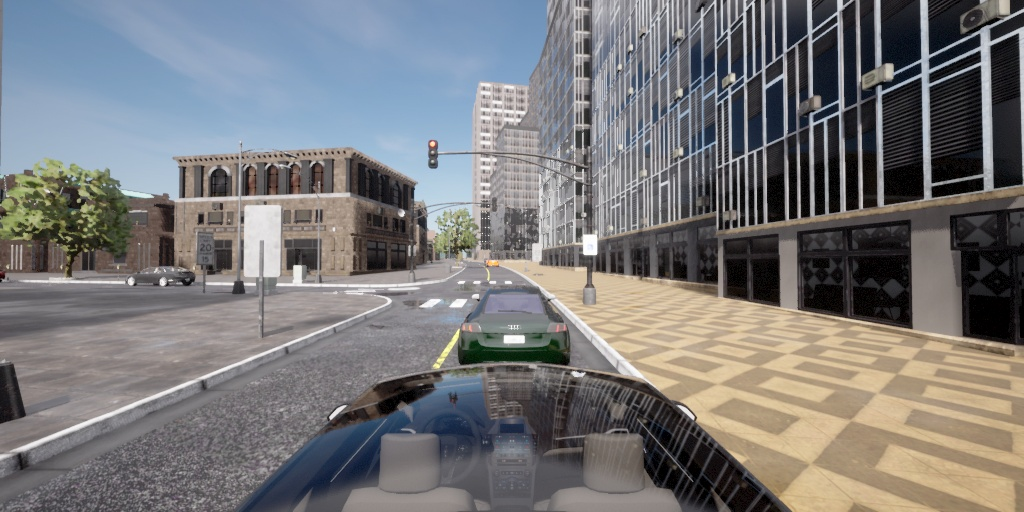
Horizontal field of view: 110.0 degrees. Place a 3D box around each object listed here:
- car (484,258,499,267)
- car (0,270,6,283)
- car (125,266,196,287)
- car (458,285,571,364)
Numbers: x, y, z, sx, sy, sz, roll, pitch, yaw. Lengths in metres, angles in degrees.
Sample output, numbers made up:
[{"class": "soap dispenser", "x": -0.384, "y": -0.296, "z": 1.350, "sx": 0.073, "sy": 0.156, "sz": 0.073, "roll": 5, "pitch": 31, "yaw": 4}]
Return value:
[{"class": "car", "x": -3.560, "y": 1.096, "z": 64.696, "sx": 2.097, "sy": 1.767, "sz": 4.553, "roll": 0, "pitch": 0, "yaw": -7}, {"class": "car", "x": -41.453, "y": 1.380, "z": 27.466, "sx": 4.507, "sy": 1.381, "sz": 1.888, "roll": 0, "pitch": 0, "yaw": 9}, {"class": "car", "x": -24.214, "y": 1.379, "z": 24.710, "sx": 4.403, "sy": 1.370, "sz": 2.007, "roll": 0, "pitch": 0, "yaw": 9}, {"class": "car", "x": 0.039, "y": 1.315, "z": 7.799, "sx": 1.994, "sy": 1.385, "sz": 4.181, "roll": 0, "pitch": 0, "yaw": 0}]
